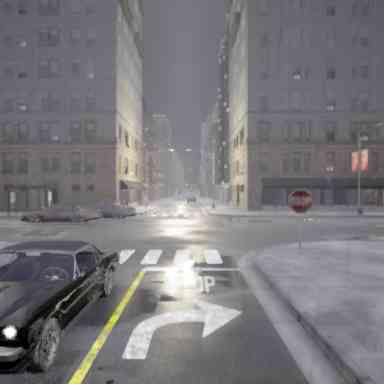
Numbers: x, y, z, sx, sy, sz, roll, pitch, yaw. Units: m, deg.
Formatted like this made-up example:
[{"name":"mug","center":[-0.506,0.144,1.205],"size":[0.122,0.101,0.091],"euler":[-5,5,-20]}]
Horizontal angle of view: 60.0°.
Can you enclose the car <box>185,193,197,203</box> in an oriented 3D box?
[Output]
[{"name":"car","center":[-0.052,1.460,69.029],"size":[2.128,1.511,4.902],"euler":[0,0,0]}]

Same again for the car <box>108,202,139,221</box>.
[{"name":"car","center":[-7.024,1.527,26.677],"size":[5.357,1.411,2.033],"euler":[0,0,0]}]

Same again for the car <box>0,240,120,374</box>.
[{"name":"car","center":[-2.670,1.595,5.737],"size":[1.895,1.301,4.718],"euler":[0,0,0]}]

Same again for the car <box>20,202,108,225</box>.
[{"name":"car","center":[-9.058,1.536,23.427],"size":[5.357,1.411,2.033],"euler":[0,0,0]}]
